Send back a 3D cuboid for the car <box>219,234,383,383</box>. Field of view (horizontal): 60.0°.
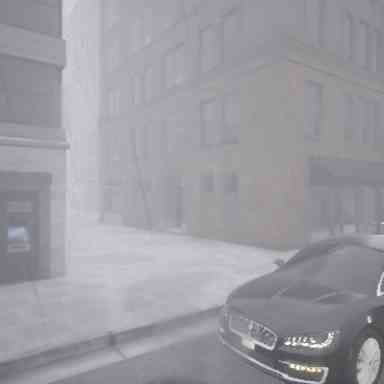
[{"bbox_3d":[2.622,1.490,5.246,4.892,1.490,1.837,0,0,-35],"label":"car"}]
